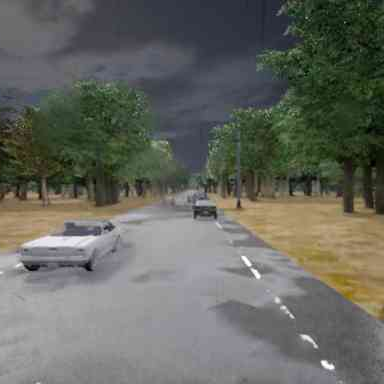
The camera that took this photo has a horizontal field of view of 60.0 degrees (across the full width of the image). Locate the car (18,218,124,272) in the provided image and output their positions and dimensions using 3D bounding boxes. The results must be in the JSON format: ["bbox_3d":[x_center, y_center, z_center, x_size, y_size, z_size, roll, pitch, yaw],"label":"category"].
[{"bbox_3d":[-3.599,1.572,10.794,1.895,1.301,4.718,0,0,0],"label":"car"}]

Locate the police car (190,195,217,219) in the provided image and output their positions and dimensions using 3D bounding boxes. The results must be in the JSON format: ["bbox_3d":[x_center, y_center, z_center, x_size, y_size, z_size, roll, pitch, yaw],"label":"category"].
[{"bbox_3d":[1.050,1.343,27.928,1.930,1.638,5.238,0,0,0],"label":"police car"}]

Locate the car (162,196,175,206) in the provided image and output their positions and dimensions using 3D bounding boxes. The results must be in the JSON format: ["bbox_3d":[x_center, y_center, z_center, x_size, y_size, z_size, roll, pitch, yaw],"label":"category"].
[{"bbox_3d":[-3.573,1.348,51.260,1.812,1.442,4.674,0,0,0],"label":"car"}]

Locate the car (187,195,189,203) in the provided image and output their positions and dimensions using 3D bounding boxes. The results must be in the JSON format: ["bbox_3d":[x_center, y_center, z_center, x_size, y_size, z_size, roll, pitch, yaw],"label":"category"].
[{"bbox_3d":[0.002,1.262,62.527,2.128,1.511,4.902,0,0,0],"label":"car"}]

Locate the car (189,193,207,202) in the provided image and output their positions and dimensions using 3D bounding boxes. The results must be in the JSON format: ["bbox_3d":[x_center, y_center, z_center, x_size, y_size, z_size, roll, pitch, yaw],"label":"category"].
[{"bbox_3d":[1.050,1.080,43.853,2.150,2.045,5.566,0,0,0],"label":"car"}]

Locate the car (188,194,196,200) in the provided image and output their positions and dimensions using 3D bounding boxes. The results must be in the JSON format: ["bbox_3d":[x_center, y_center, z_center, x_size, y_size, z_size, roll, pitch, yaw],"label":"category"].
[{"bbox_3d":[0.001,1.160,79.749,1.895,1.301,4.718,0,0,0],"label":"car"}]
